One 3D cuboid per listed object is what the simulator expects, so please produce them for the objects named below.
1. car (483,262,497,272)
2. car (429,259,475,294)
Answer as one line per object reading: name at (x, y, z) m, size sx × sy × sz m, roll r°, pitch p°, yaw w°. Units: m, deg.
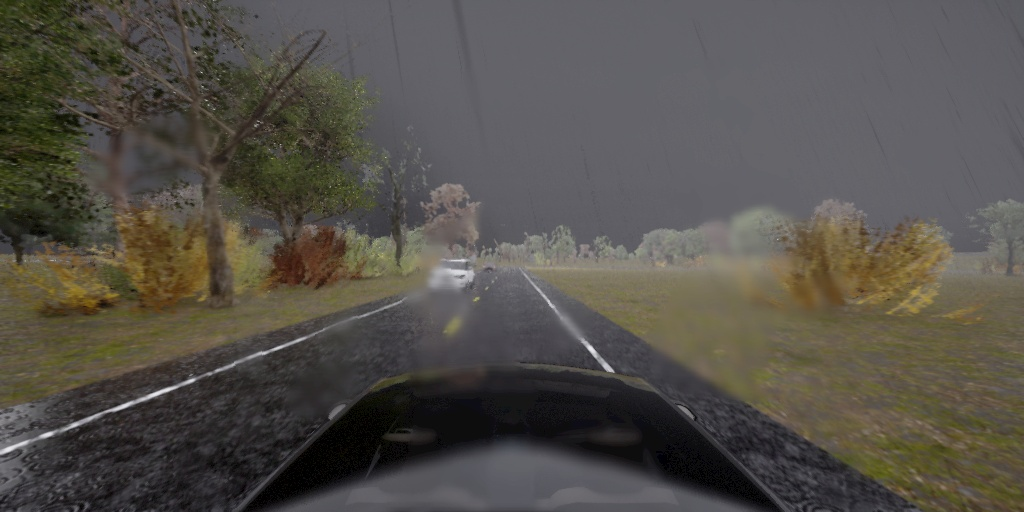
car at (-3.542, 1.710, 57.953) m, size 2.097 × 1.767 × 4.553 m, roll 0°, pitch -1°, yaw 1°
car at (-3.598, 1.202, 22.426) m, size 2.150 × 2.045 × 5.566 m, roll 0°, pitch -1°, yaw 0°
